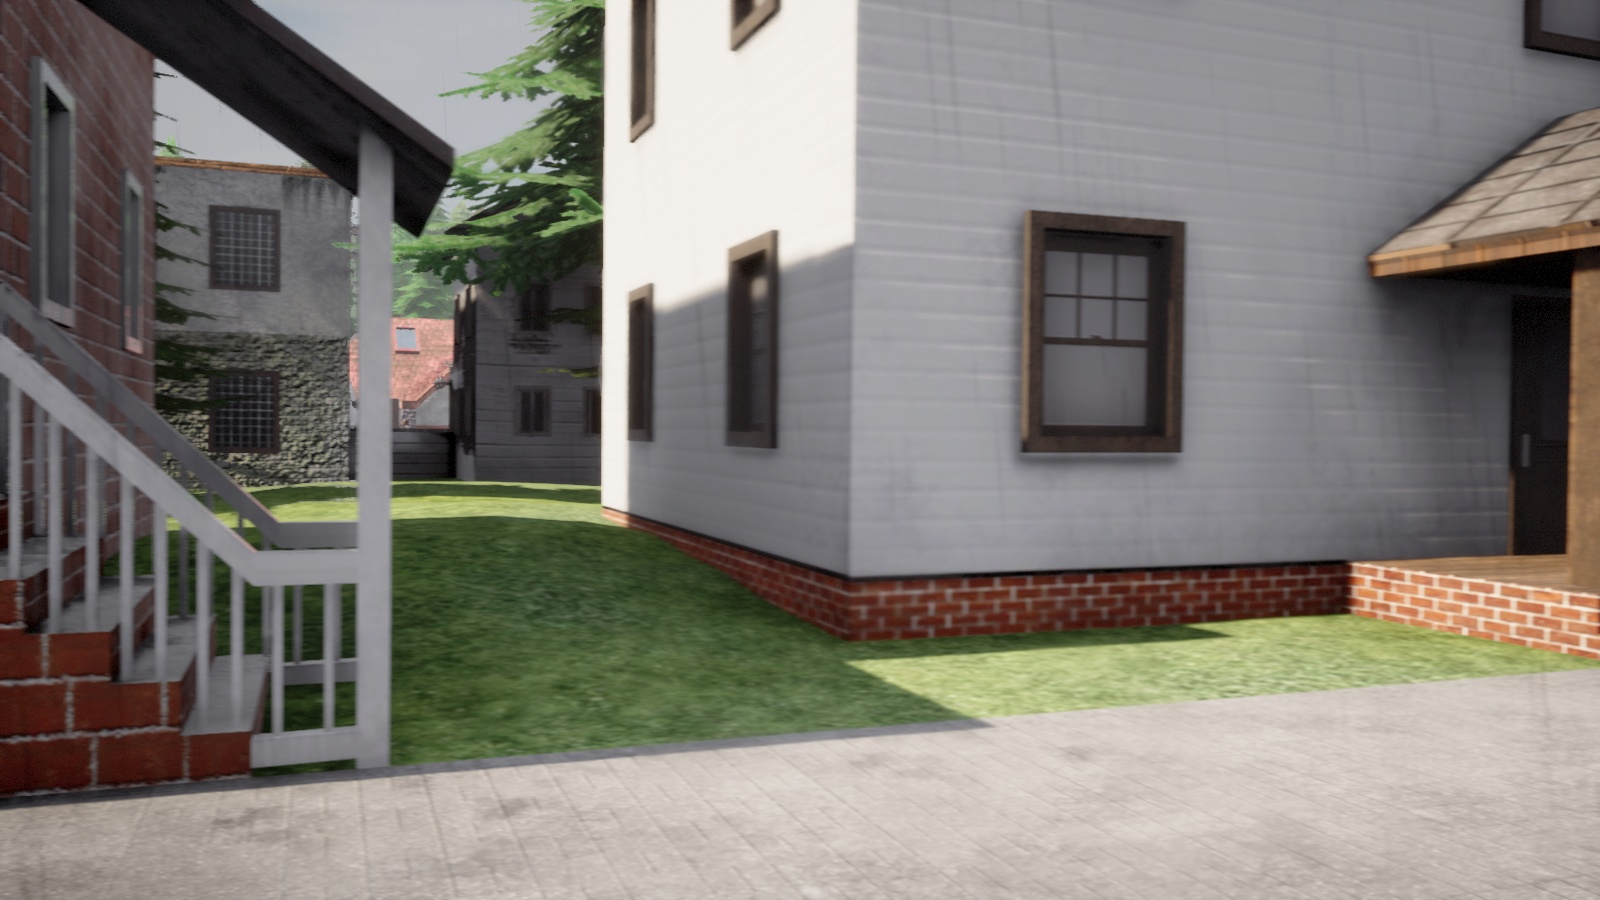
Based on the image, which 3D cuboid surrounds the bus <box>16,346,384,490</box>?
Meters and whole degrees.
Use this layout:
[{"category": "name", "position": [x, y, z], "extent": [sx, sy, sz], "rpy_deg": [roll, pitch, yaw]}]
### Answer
[{"category": "bus", "position": [-18.999, -1.036, 40.726], "extent": [10.273, 4.253, 3.944], "rpy_deg": [-1, 1, -21]}]
